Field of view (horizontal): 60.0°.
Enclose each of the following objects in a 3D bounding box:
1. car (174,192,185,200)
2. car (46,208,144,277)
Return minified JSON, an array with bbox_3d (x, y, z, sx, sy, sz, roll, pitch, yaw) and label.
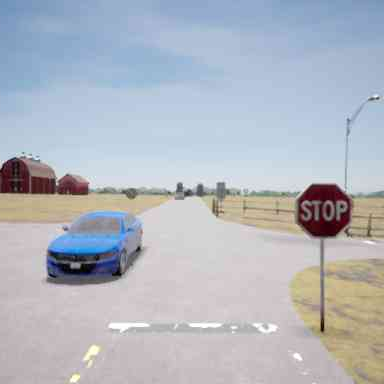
[{"bbox_3d":[-2.549,0.753,68.308,2.097,1.767,4.553,0,0,0],"label":"car"},{"bbox_3d":[-2.699,1.348,10.241,1.882,1.535,5.008,1,2,0],"label":"car"}]
